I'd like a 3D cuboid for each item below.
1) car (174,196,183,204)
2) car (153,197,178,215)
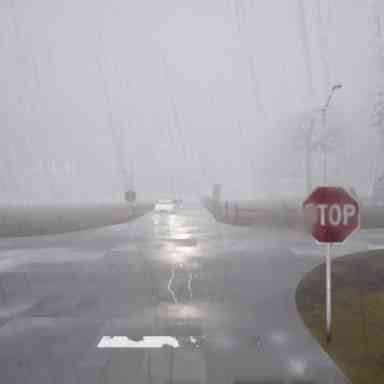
[{"bbox_3d":[-2.720,1.464,63.947,1.882,1.535,5.008,0,0,0],"label":"car"},{"bbox_3d":[-2.729,1.554,33.743,1.812,1.442,4.674,0,1,0],"label":"car"}]
